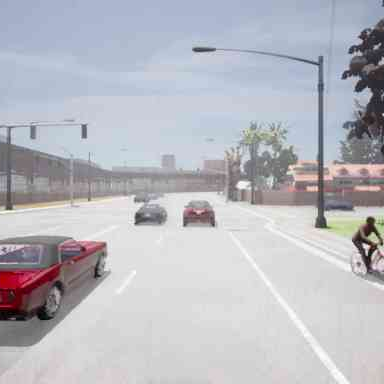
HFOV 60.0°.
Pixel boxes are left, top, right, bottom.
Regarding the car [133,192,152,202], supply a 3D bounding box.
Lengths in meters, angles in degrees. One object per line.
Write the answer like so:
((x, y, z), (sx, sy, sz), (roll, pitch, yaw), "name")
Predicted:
((-9.508, 1.072, 62.649), (2.150, 2.045, 5.566), (0, 1, 1), "car")

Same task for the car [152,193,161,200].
((-9.191, 1.193, 78.187), (2.033, 1.411, 5.357), (0, 1, 1), "car")

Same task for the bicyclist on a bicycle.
((4.497, 1.435, 8.410), (0.582, 1.620, 1.656), (-6, -2, -11), "bicyclist on a bicycle")

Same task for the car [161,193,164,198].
((-8.943, 0.919, 92.902), (1.994, 1.385, 4.181), (0, 1, 1), "car")

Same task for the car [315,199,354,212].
((16.775, 1.561, 39.160), (4.181, 1.385, 1.994), (0, 0, -1), "car")

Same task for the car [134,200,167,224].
((-2.991, 1.563, 24.760), (1.994, 1.385, 4.181), (0, 0, 1), "car")

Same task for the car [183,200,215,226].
((0.484, 1.351, 23.402), (2.097, 1.767, 4.553), (0, 0, 1), "car")

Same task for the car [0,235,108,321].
((-3.311, 1.601, 7.240), (1.895, 1.301, 4.718), (0, 0, 1), "car")
